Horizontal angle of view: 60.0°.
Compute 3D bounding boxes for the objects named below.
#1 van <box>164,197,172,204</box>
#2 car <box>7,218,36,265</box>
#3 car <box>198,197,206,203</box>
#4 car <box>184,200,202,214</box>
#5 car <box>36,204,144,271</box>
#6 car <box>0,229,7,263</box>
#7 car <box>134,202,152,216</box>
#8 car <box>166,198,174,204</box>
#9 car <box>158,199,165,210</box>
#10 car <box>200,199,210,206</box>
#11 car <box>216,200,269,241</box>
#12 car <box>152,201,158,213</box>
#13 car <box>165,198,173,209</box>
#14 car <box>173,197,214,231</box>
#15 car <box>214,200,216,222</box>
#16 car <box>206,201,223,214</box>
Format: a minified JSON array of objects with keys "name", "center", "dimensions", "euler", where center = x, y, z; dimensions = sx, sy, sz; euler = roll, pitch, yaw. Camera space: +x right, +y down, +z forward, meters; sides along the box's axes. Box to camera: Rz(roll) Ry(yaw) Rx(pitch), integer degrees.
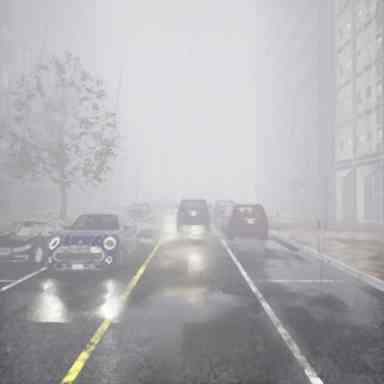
[{"name":"van","center":[-5.699,2.025,80.267],"dimensions":[1.690,1.788,3.998],"euler":[0,0,0]},{"name":"car","center":[-5.690,1.660,11.961],"dimensions":[2.008,1.369,4.403],"euler":[0,-1,0]},{"name":"car","center":[2.680,2.214,91.637],"dimensions":[1.967,1.590,4.097],"euler":[0,0,0]},{"name":"car","center":[0.092,1.862,41.857],"dimensions":[2.128,1.511,4.902],"euler":[0,-1,0]},{"name":"car","center":[-3.102,1.455,11.283],"dimensions":[2.097,1.767,4.553],"euler":[0,-1,0]},{"name":"car","center":[-5.689,1.582,6.097],"dimensions":[1.752,1.417,4.829],"euler":[0,-1,0]},{"name":"car","center":[-5.693,1.861,34.729],"dimensions":[2.008,1.369,4.403],"euler":[0,0,0]},{"name":"car","center":[-5.701,2.311,85.957],"dimensions":[1.802,1.307,4.206],"euler":[0,0,0]},{"name":"car","center":[-5.695,2.035,51.803],"dimensions":[1.802,1.307,4.206],"euler":[0,0,0]},{"name":"car","center":[2.682,2.159,68.870],"dimensions":[1.947,1.339,4.313],"euler":[0,0,0]},{"name":"car","center":[2.691,1.476,17.644],"dimensions":[2.192,1.841,5.009],"euler":[0,-1,0]},{"name":"car","center":[-5.694,1.924,40.421],"dimensions":[1.947,1.339,4.313],"euler":[0,0,0]},{"name":"car","center":[-3.077,2.027,52.965],"dimensions":[1.994,1.385,4.181],"euler":[0,0,0]},{"name":"car","center":[0.097,1.425,22.371],"dimensions":[2.150,2.045,5.566],"euler":[0,0,0]},{"name":"car","center":[2.690,1.576,29.029],"dimensions":[2.192,1.841,5.009],"euler":[0,0,0]},{"name":"car","center":[2.687,1.885,40.580],"dimensions":[1.752,1.417,4.829],"euler":[0,0,0]}]
